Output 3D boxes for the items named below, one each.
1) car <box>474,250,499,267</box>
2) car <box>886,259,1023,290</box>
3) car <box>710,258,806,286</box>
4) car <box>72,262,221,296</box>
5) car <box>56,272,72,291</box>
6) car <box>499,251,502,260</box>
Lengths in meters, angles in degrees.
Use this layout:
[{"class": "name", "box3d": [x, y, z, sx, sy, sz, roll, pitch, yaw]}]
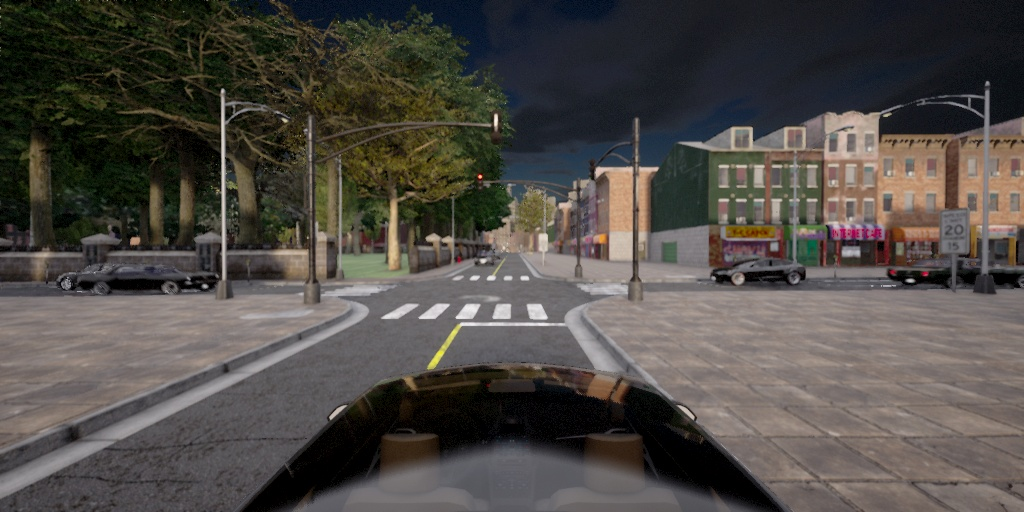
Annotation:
[{"class": "car", "box3d": [-2.699, 0.254, 36.215, 2.128, 1.511, 4.902, 0, 2, 0]}, {"class": "car", "box3d": [19.539, 0.765, 15.591, 4.718, 1.301, 1.895, 0, 1, 0]}, {"class": "car", "box3d": [12.453, 0.750, 18.263, 4.313, 1.339, 1.948, 0, 0, 0]}, {"class": "car", "box3d": [-15.672, 1.038, 15.734, 4.718, 1.301, 1.895, 0, 1, 0]}, {"class": "car", "box3d": [-20.532, 1.000, 18.400, 4.403, 1.370, 2.007, 0, 0, 0]}, {"class": "car", "box3d": [-2.598, -0.194, 53.805, 1.837, 1.490, 4.892, 0, 1, 1]}]
